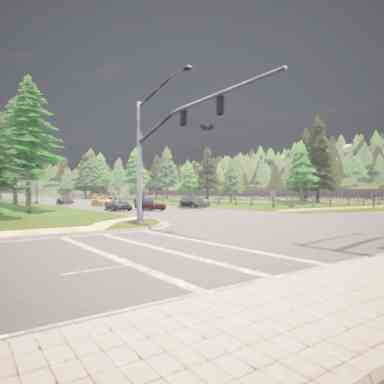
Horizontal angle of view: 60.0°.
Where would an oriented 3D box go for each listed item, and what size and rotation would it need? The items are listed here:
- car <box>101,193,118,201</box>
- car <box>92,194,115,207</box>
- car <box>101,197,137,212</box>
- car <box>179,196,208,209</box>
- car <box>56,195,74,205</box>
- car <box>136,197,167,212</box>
[{"bbox_3d":[-17.236,1.072,69.223,1.882,1.535,5.008,0,0,-35],"label":"car"},{"bbox_3d":[-14.408,1.463,52.871,1.882,1.535,5.008,0,1,-35],"label":"car"},{"bbox_3d":[-8.467,1.551,38.301,1.994,1.385,4.181,0,0,-35],"label":"car"},{"bbox_3d":[0.167,1.332,44.275,2.097,1.767,4.553,0,0,-35],"label":"car"},{"bbox_3d":[-21.957,1.338,57.570,2.097,1.767,4.553,0,0,-35],"label":"car"},{"bbox_3d":[-4.873,1.585,39.271,1.895,1.301,4.718,0,0,-35],"label":"car"}]
